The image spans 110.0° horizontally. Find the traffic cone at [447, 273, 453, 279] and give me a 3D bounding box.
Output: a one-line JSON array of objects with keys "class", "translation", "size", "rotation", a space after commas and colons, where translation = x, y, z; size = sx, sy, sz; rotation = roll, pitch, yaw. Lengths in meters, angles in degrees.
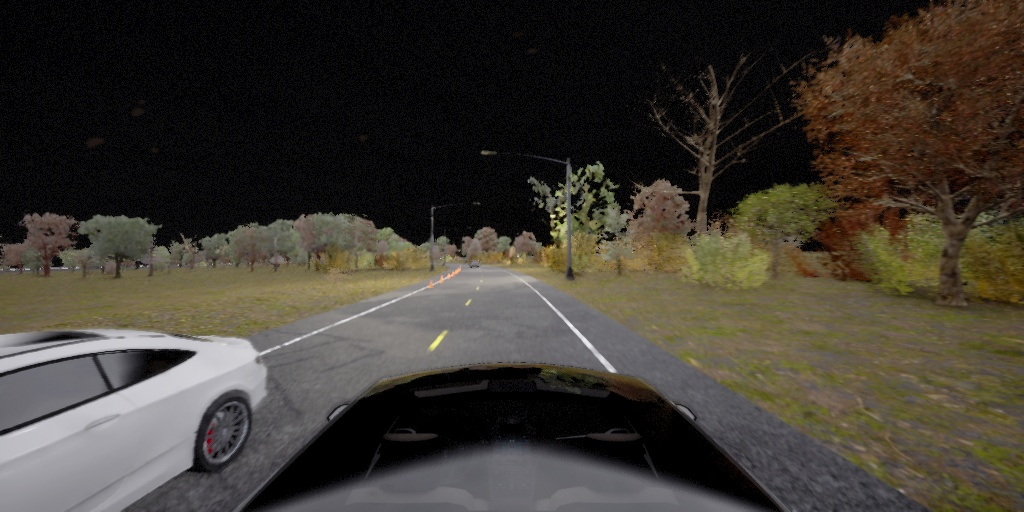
[{"class": "traffic cone", "translation": [-5.977, 1.866, 33.835], "size": [0.340, 0.580, 0.340], "rotation": [0, 0, -4]}]

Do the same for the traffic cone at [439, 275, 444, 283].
[{"class": "traffic cone", "translation": [-5.655, 1.840, 28.881], "size": [0.340, 0.580, 0.340], "rotation": [0, 0, -3]}]

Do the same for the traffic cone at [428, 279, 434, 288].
[{"class": "traffic cone", "translation": [-5.388, 1.816, 23.924], "size": [0.340, 0.580, 0.340], "rotation": [0, 0, -3]}]

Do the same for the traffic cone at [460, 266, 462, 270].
[{"class": "traffic cone", "translation": [-7.279, 1.961, 48.671], "size": [0.340, 0.580, 0.340], "rotation": [0, 0, -6]}]

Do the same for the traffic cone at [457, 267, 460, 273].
[{"class": "traffic cone", "translation": [-6.789, 1.927, 43.731], "size": [0.340, 0.580, 0.340], "rotation": [0, 0, -5]}]

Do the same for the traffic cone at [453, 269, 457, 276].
[{"class": "traffic cone", "translation": [-6.355, 1.896, 38.786], "size": [0.340, 0.580, 0.340], "rotation": [0, 0, -5]}]

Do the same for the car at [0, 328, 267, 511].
[{"class": "car", "translation": [-3.618, 1.299, 2.144], "size": [1.812, 1.442, 4.674], "rotation": [0, 0, 0]}]
